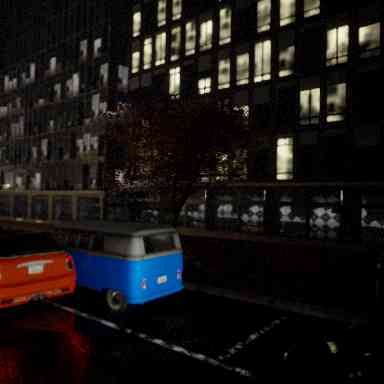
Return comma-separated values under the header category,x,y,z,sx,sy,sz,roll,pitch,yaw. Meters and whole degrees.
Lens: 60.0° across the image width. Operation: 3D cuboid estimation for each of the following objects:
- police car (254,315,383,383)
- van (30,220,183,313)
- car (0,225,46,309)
category,x,y,z,sx,sy,sz,roll,pitch,yaw
police car,2.939,1.552,2.030,5.238,1.638,1.930,-1,-3,38
van,-2.096,1.645,8.202,3.998,1.788,1.690,-1,-2,38
car,-4.848,1.617,8.083,4.553,1.767,2.097,-1,-3,38
